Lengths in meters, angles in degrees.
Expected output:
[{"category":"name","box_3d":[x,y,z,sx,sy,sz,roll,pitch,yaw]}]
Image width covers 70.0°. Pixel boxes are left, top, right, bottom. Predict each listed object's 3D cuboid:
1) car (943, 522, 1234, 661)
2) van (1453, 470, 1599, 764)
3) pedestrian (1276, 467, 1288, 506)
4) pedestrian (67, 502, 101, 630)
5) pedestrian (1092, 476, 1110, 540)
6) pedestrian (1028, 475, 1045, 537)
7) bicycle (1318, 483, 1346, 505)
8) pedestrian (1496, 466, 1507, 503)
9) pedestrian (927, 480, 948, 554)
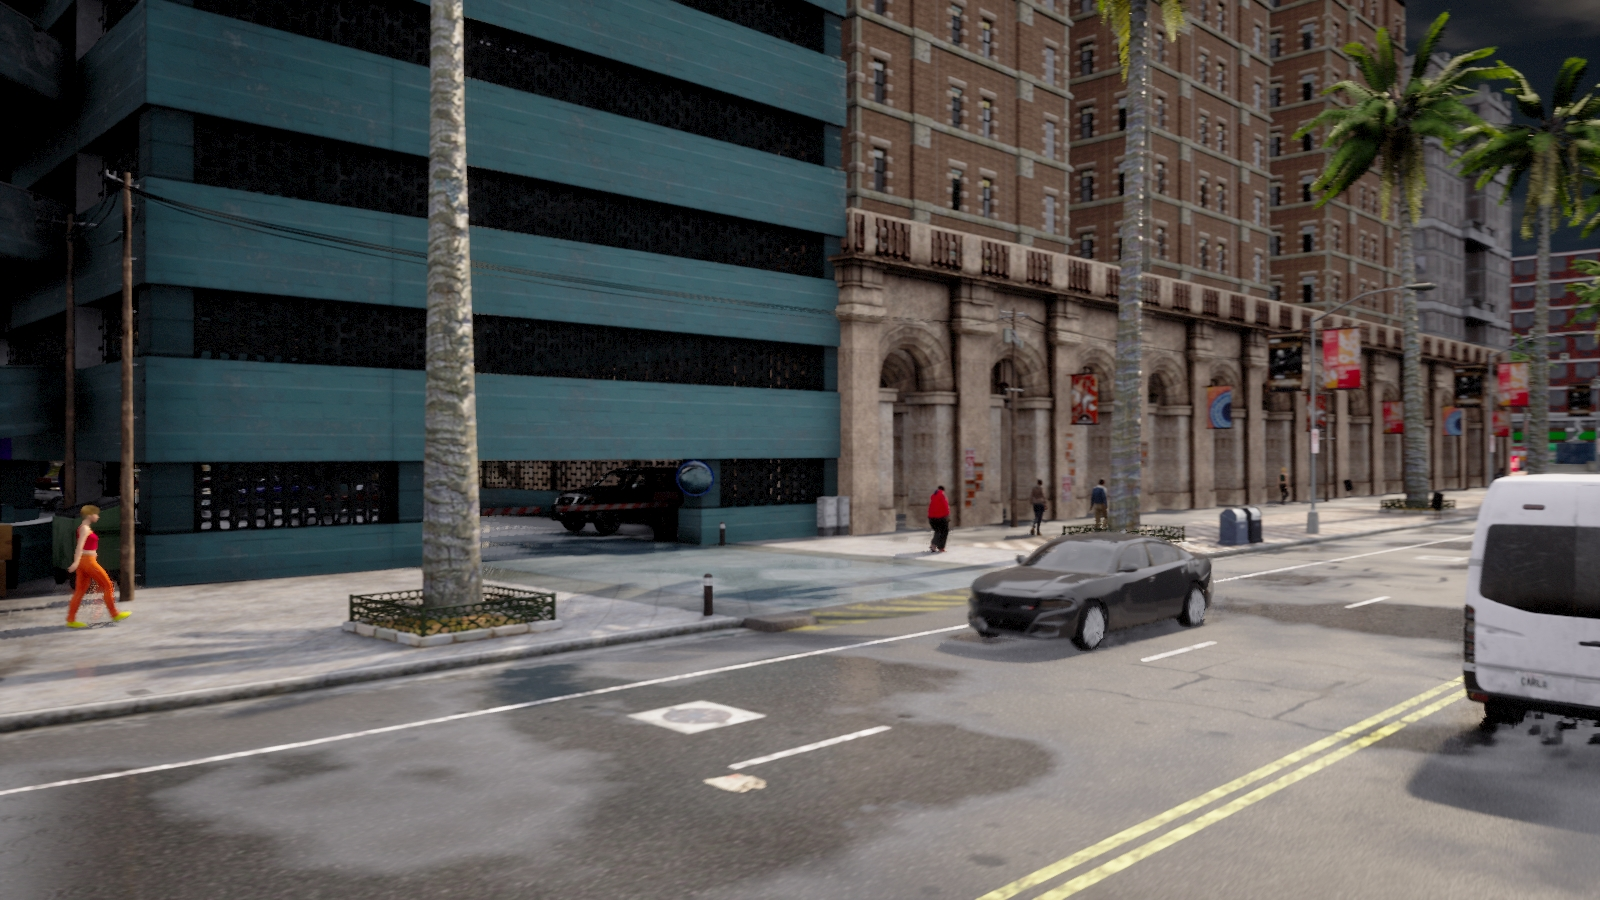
[{"category":"car","box_3d":[4.607,2.046,17.746,5.006,1.535,2.097,0,0,-45]},{"category":"van","box_3d":[9.154,1.539,12.454,5.915,2.561,1.988,0,0,-44]},{"category":"pedestrian","box_3d":[23.012,1.729,54.557,0.375,1.860,0.375,0,0,-37]},{"category":"pedestrian","box_3d":[-10.689,1.716,17.050,0.375,1.860,0.375,0,0,-40]},{"category":"pedestrian","box_3d":[8.940,1.719,33.927,0.375,1.860,0.375,0,0,-34]},{"category":"pedestrian","box_3d":[7.287,1.720,35.203,0.375,1.860,0.375,0,0,-45]},{"category":"bicycle","box_3d":[27.782,2.289,59.654,1.487,1.080,0.859,0,0,-44]},{"category":"pedestrian","box_3d":[35.088,1.723,57.168,0.375,1.860,0.375,0,0,-40]},{"category":"pedestrian","box_3d":[3.539,1.719,29.340,0.375,1.860,0.375,0,0,-42]}]
